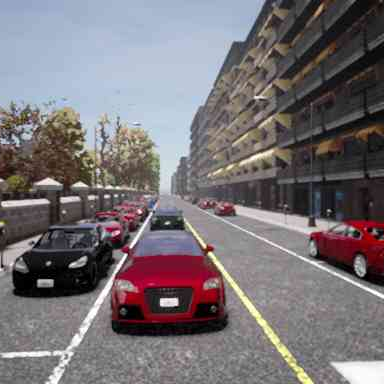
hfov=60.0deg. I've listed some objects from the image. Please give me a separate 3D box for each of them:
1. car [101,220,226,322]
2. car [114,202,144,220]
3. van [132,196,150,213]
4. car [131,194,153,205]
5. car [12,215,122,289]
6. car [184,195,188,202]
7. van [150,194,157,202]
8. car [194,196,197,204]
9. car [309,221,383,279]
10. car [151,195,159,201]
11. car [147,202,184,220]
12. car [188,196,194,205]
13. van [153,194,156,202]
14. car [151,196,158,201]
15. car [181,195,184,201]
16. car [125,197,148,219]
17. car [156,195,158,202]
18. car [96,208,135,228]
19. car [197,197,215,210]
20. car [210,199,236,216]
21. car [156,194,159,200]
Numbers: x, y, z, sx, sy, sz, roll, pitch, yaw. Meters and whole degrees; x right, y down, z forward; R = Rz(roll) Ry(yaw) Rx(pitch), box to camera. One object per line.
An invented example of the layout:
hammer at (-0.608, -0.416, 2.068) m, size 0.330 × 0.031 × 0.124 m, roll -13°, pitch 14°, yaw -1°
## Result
car at (-0.523, 1.562, 7.245) m, size 1.994 × 1.385 × 4.181 m, roll 0°, pitch 0°, yaw -5°
car at (-4.237, 1.541, 20.443) m, size 1.887 × 1.381 × 4.507 m, roll 0°, pitch 0°, yaw -5°
van at (-5.654, 1.356, 37.273) m, size 1.690 × 1.788 × 3.998 m, roll 0°, pitch 0°, yaw -5°
car at (-5.182, 1.323, 31.662) m, size 2.192 × 1.841 × 5.009 m, roll 0°, pitch 0°, yaw -5°
car at (-3.292, 1.564, 9.224) m, size 1.947 × 1.339 × 4.313 m, roll 0°, pitch 0°, yaw -5°
car at (-0.137, 1.497, 71.639) m, size 1.967 × 1.590 × 4.097 m, roll 0°, pitch 0°, yaw -5°
van at (-9.432, 1.423, 82.156) m, size 1.690 × 1.788 × 3.998 m, roll 0°, pitch 0°, yaw -5°
car at (1.752, 1.607, 49.198) m, size 1.802 × 1.307 × 4.206 m, roll 0°, pitch 0°, yaw -5°
car at (5.059, 1.540, 9.926) m, size 1.887 × 1.381 × 4.507 m, roll 0°, pitch 0°, yaw -5°
car at (-10.377, 1.651, 93.378) m, size 1.887 × 1.381 × 4.507 m, roll 0°, pitch 0°, yaw -5°
car at (-1.543, 1.560, 20.621) m, size 1.994 × 1.385 × 4.181 m, roll 0°, pitch 0°, yaw -5°
car at (0.807, 1.605, 60.419) m, size 1.947 × 1.339 × 4.313 m, roll 0°, pitch 0°, yaw -5°
van at (-6.599, 1.369, 48.495) m, size 1.690 × 1.788 × 3.998 m, roll 0°, pitch 0°, yaw -5°
car at (-9.905, 1.676, 87.767) m, size 1.802 × 1.307 × 4.206 m, roll 0°, pitch 0°, yaw -5°
car at (-1.096, 1.605, 83.029) m, size 1.752 × 1.417 × 4.829 m, roll 0°, pitch 0°, yaw -5°
car at (-4.708, 1.442, 26.051) m, size 1.967 × 1.590 × 4.097 m, roll 0°, pitch 0°, yaw -5°
car at (-7.543, 1.607, 59.715) m, size 1.947 × 1.339 × 4.313 m, roll 0°, pitch 0°, yaw -5°
car at (-3.765, 1.578, 14.834) m, size 1.802 × 1.307 × 4.206 m, roll 0°, pitch 0°, yaw -5°
car at (2.224, 1.459, 43.587) m, size 1.967 × 1.590 × 4.097 m, roll 0°, pitch 0°, yaw -5°
car at (3.169, 1.588, 32.365) m, size 1.802 × 1.307 × 4.206 m, roll 0°, pitch 0°, yaw -5°
car at (-8.487, 1.374, 70.936) m, size 2.192 × 1.841 × 5.009 m, roll 0°, pitch 0°, yaw -5°
